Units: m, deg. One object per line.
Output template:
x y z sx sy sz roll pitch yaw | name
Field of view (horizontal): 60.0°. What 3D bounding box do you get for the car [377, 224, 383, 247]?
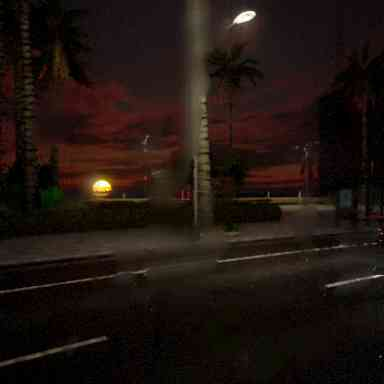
9.310 1.390 12.605 5.008 1.535 1.882 0 0 -23 | car
